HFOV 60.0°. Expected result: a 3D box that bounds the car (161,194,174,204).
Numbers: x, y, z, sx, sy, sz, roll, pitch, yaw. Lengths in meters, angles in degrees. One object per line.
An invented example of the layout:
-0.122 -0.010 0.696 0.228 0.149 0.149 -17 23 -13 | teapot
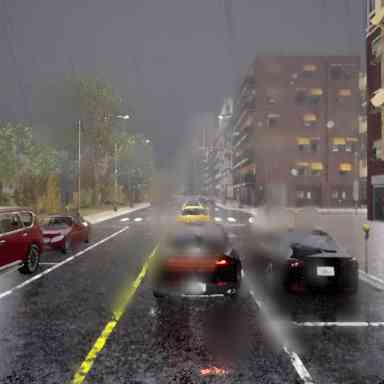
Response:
-5.196 1.343 62.889 2.192 1.841 5.009 1 0 0 | car

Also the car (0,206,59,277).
-5.292 1.316 7.767 2.192 1.841 5.009 1 0 0 | car

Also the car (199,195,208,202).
2.714 1.486 80.743 1.967 1.590 4.097 1 0 0 | car

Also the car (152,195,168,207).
-5.218 1.563 51.537 1.887 1.381 4.507 1 0 0 | car

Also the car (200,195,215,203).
2.664 1.570 52.327 2.008 1.369 4.403 1 0 0 | car

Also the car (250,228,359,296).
2.587 1.567 8.510 1.947 1.339 4.313 1 0 0 | car

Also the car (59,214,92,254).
-5.285 1.584 13.422 1.802 1.307 4.206 1 0 0 | car

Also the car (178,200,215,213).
0.132 1.460 19.060 1.801 1.575 5.366 0 0 0 | car

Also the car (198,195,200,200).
2.693 1.616 69.376 1.802 1.307 4.206 1 0 0 | car

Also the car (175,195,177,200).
-5.159 1.603 85.593 2.008 1.369 4.403 1 0 0 | car

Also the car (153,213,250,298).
0.114 1.506 8.526 1.837 1.490 4.892 0 0 0 | car
